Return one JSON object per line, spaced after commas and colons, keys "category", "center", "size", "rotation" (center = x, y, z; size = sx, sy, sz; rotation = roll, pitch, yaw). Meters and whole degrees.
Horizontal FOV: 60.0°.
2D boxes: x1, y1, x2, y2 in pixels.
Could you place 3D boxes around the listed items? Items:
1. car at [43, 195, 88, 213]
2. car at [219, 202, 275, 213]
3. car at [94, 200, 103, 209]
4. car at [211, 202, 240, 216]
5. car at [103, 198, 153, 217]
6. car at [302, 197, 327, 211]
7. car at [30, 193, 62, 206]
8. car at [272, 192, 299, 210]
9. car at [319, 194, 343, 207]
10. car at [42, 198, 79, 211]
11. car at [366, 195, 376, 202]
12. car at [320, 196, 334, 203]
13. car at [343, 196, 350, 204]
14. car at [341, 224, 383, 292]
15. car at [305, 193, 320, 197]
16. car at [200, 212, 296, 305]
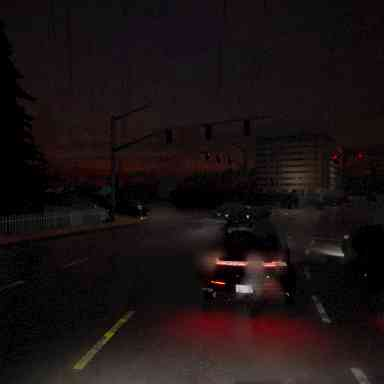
{"category": "car", "center": [-14.090, 1.277, 37.100], "size": [5.566, 2.045, 2.150], "rotation": [0, 0, 32]}
{"category": "car", "center": [3.950, 1.629, 23.019], "size": [1.895, 1.301, 4.718], "rotation": [0, 0, 31]}
{"category": "car", "center": [-9.057, 1.547, 38.087], "size": [4.902, 1.511, 2.128], "rotation": [0, 0, 32]}
{"category": "car", "center": [3.378, 1.568, 28.841], "size": [1.812, 1.442, 4.674], "rotation": [0, 0, 31]}
{"category": "car", "center": [-5.962, 1.407, 32.022], "size": [4.553, 1.767, 2.097], "rotation": [0, 0, 32]}
{"category": "car", "center": [14.690, 1.603, 40.342], "size": [1.895, 1.301, 4.718], "rotation": [0, 0, 29]}
{"category": "car", "center": [-24.762, 1.276, 56.391], "size": [5.566, 2.045, 2.150], "rotation": [0, 0, 32]}
{"category": "car", "center": [12.302, 1.221, 43.478], "size": [2.150, 2.045, 5.566], "rotation": [0, 0, 34]}
{"category": "car", "center": [21.933, 1.351, 52.318], "size": [2.097, 1.767, 4.553], "rotation": [0, 0, 32]}
{"category": "car", "center": [-17.098, 1.533, 43.116], "size": [5.008, 1.535, 1.882], "rotation": [0, 0, 32]}
{"category": "car", "center": [42.727, 1.525, 79.294], "size": [2.128, 1.511, 4.902], "rotation": [0, 0, 32]}
{"category": "car", "center": [27.794, 1.500, 68.370], "size": [1.837, 1.490, 4.892], "rotation": [0, 0, 32]}
{"category": "car", "center": [29.252, 1.540, 64.058], "size": [2.033, 1.411, 5.357], "rotation": [0, 0, 32]}
{"category": "car", "center": [5.188, 1.547, 8.593], "size": [2.033, 1.411, 5.357], "rotation": [0, 0, 16]}
{"category": "car", "center": [20.978, 1.217, 57.419], "size": [2.150, 2.045, 5.566], "rotation": [0, 1, 32]}
{"category": "car", "center": [1.436, 1.492, 8.223], "size": [2.128, 1.511, 4.902], "rotation": [0, 0, 12]}
